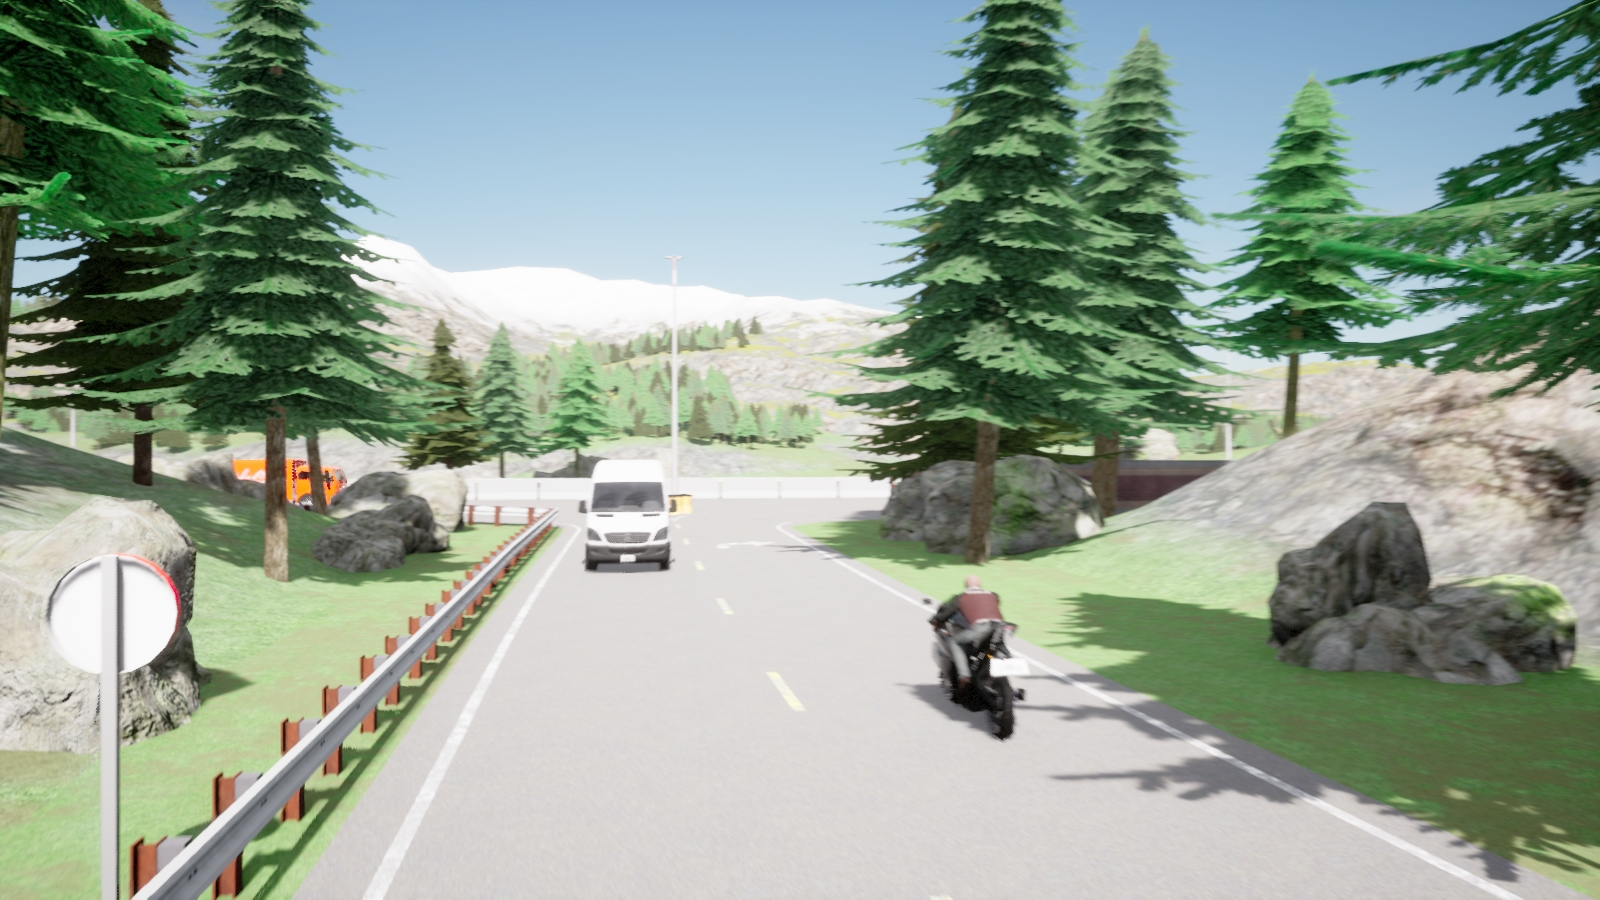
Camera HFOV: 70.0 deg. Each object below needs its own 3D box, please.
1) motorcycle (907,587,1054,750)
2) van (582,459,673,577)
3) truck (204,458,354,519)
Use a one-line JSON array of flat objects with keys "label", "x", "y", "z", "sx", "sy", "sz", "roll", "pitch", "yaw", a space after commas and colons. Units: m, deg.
[{"label": "motorcycle", "x": 1.822, "y": 2.197, "z": 11.925, "sx": 0.867, "sy": 1.251, "sz": 2.209, "roll": 0, "pitch": 0, "yaw": -9}, {"label": "van", "x": -4.226, "y": 1.534, "z": 28.372, "sx": 1.988, "sy": 2.561, "sz": 5.915, "roll": 0, "pitch": 0, "yaw": -8}, {"label": "truck", "x": -21.916, "y": 1.594, "z": 48.286, "sx": 5.204, "sy": 2.467, "sz": 2.627, "roll": 0, "pitch": 0, "yaw": -7}]
